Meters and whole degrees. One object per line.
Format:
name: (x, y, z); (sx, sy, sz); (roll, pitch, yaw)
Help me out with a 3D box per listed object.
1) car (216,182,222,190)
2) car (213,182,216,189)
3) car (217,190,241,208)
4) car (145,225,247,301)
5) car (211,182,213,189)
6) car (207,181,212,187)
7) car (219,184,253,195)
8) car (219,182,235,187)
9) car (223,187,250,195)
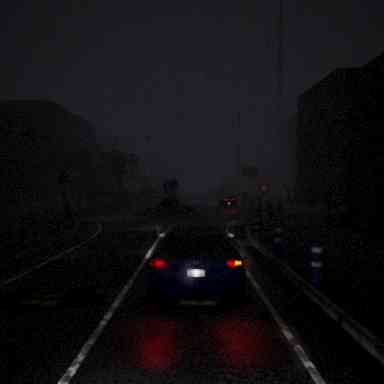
car: (8.169, -0.786, 67.211); (5.566, 2.045, 2.435); (0, 3, -1)
car: (8.024, -1.002, 78.236); (4.892, 1.521, 2.231); (0, 2, -1)
car: (3.890, 0.878, 37.072); (1.837, 1.490, 4.892); (0, 2, 0)
car: (0.105, 1.471, 8.008); (1.994, 1.385, 4.181); (0, -1, 1)
car: (7.962, -1.216, 83.743); (5.008, 1.535, 2.097); (0, 2, -1)
car: (7.835, -1.760, 92.000); (5.566, 2.045, 2.435); (0, 2, -1)
car: (8.047, -0.148, 58.961); (5.366, 1.575, 1.946); (0, 3, -1)
car: (8.139, -0.534, 64.464); (4.553, 1.767, 2.185); (0, 3, -1)
car: (8.205, -0.238, 61.719); (4.674, 1.452, 2.002); (0, 3, -1)
